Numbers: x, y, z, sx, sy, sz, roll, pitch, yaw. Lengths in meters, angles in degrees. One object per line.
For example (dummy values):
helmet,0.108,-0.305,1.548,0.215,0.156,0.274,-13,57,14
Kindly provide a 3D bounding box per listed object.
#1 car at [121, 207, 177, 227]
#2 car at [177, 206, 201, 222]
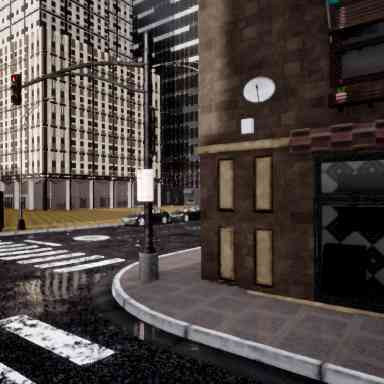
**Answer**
car,-3.555,1.893,25.929,2.008,1.369,4.403,-2,-2,35
car,-0.356,1.974,30.488,2.008,1.369,4.403,-2,-2,35
